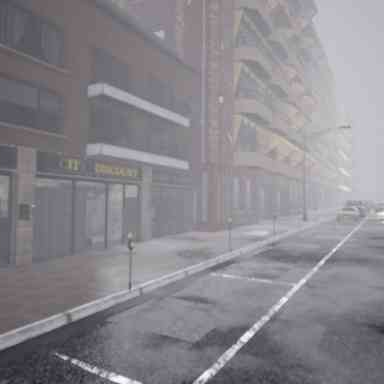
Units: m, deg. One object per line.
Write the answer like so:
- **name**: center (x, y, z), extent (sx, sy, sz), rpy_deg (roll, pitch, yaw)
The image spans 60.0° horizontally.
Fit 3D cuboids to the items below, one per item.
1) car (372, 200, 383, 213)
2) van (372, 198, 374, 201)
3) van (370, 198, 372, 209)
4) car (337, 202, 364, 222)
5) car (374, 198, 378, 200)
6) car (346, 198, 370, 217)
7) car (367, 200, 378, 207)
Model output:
- **car**: center (24.972, 2.076, 43.349), extent (1.994, 1.385, 4.181), rpy_deg (-1, -1, 31)
- **van**: center (25.608, 1.945, 49.416), extent (1.690, 1.788, 3.998), rpy_deg (1, 0, 31)
- **van**: center (22.790, 1.881, 44.656), extent (1.690, 1.788, 3.998), rpy_deg (1, 0, 31)
- **car**: center (14.250, 1.884, 30.234), extent (1.752, 1.417, 4.829), rpy_deg (1, 0, 31)
- **car**: center (31.242, 2.052, 58.933), extent (2.192, 1.841, 5.009), rpy_deg (1, 0, 31)
- **car**: center (17.158, 1.734, 35.140), extent (2.192, 1.841, 5.009), rpy_deg (1, 0, 31)
- **car**: center (39.690, 2.511, 73.210), extent (1.947, 1.339, 4.313), rpy_deg (1, 0, 31)
